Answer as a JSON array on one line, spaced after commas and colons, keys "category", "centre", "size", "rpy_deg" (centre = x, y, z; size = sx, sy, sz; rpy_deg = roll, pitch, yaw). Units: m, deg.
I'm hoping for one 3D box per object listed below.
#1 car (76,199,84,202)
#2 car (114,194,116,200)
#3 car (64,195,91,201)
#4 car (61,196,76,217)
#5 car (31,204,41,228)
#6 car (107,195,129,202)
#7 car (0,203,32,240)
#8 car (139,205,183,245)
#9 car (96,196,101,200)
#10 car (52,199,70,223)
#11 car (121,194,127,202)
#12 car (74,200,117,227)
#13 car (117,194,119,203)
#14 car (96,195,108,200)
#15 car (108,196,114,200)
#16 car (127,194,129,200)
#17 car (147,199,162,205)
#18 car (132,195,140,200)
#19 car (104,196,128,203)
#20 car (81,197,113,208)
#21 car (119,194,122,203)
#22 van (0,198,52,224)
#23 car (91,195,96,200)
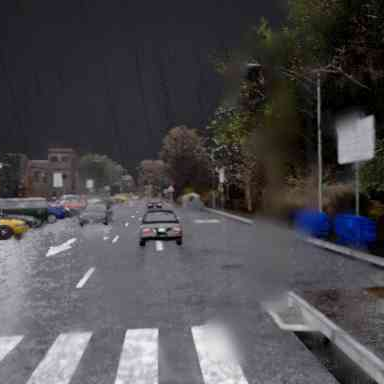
[{"category": "car", "centre": [-12.922, 1.673, 31.177], "size": [4.674, 1.452, 2.002], "rpy_deg": [-2, 0, -27]}, {"category": "car", "centre": [-15.343, 1.414, 52.078], "size": [5.566, 2.045, 2.435], "rpy_deg": [-2, 0, -27]}, {"category": "car", "centre": [-13.241, 1.509, 34.169], "size": [4.553, 1.767, 2.185], "rpy_deg": [-2, 0, -27]}, {"category": "car", "centre": [-12.607, 1.507, 28.185], "size": [4.553, 1.767, 2.185], "rpy_deg": [-2, 0, -27]}, {"category": "car", "centre": [-11.518, 1.668, 19.245], "size": [4.674, 1.452, 2.002], "rpy_deg": [-2, 0, -27]}, {"category": "car", "centre": [-20.139, 1.808, 90.721], "size": [5.366, 1.575, 1.946], "rpy_deg": [-2, 0, -27]}, {"category": "car", "centre": [-10.990, 1.619, 16.346], "size": [5.366, 1.575, 1.946], "rpy_deg": [-2, 0, -27]}, {"category": "car", "centre": [-1.491, 1.548, 15.590], "size": [2.033, 1.411, 5.357], "rpy_deg": [-1, 0, -7]}, {"category": "car", "centre": [-13.939, 1.671, 40.143], "size": [4.792, 1.488, 2.163], "rpy_deg": [-2, 0, -27]}, {"category": "car", "centre": [-12.213, 1.630, 25.208], "size": [5.008, 1.535, 2.097], "rpy_deg": [-2, 0, -27]}, {"category": "car", "centre": [-18.163, 1.752, 75.899], "size": [4.892, 1.521, 2.231], "rpy_deg": [-2, 0, -27]}, {"category": "car", "centre": [-6.723, 1.571, 23.732], "size": [1.837, 1.490, 4.892], "rpy_deg": [-1, 0, -7]}, {"category": "car", "centre": [-16.422, 1.567, 60.989], "size": [4.553, 1.767, 2.185], "rpy_deg": [-2, 0, -27]}, {"category": "car", "centre": [-14.292, 1.394, 43.123], "size": [5.566, 2.045, 2.435], "rpy_deg": [-2, 0, -27]}, {"category": "car", "centre": [-14.836, 1.650, 49.160], "size": [5.366, 1.575, 1.946], "rpy_deg": [-2, 0, -27]}, {"category": "car", "centre": [-18.349, 1.756, 78.964], "size": [5.366, 1.575, 1.946], "rpy_deg": [-2, 0, -27]}, {"category": "car", "centre": [-4.913, 1.623, 43.848], "size": [1.895, 1.301, 4.718], "rpy_deg": [-1, 0, -7]}, {"category": "car", "centre": [-12.920, 1.513, 76.760], "size": [1.812, 1.442, 4.674], "rpy_deg": [-1, 0, -7]}, {"category": "car", "centre": [-18.710, 1.769, 81.944], "size": [5.366, 1.575, 1.946], "rpy_deg": [-2, 0, -27]}, {"category": "car", "centre": [-15.689, 1.713, 55.036], "size": [4.674, 1.452, 2.002], "rpy_deg": [-2, 0, -27]}, {"category": "car", "centre": [-16.712, 1.731, 63.995], "size": [4.792, 1.488, 2.163], "rpy_deg": [-2, 0, -27]}, {"category": "van", "centre": [-11.976, 1.407, 22.169], "size": [4.442, 1.987, 1.878], "rpy_deg": [-2, 0, -27]}, {"category": "car", "centre": [-13.588, 1.512, 37.150], "size": [4.553, 1.767, 2.185], "rpy_deg": [-2, 0, -27]}]
